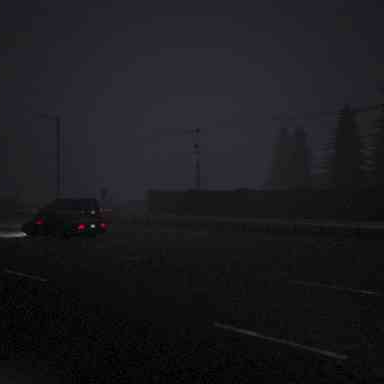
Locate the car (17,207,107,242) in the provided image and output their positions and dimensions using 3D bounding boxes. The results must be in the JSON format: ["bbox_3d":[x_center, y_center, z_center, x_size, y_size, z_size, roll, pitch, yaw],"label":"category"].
[{"bbox_3d":[-6.801,1.721,17.449,5.357,1.411,2.033,-1,0,36],"label":"car"}]

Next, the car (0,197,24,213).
[{"bbox_3d":[-25.889,1.738,44.996,5.566,2.045,2.150,-2,0,-8],"label":"car"}]

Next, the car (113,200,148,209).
[{"bbox_3d":[-9.356,1.962,51.069,5.357,1.411,2.033,0,0,-29],"label":"car"}]

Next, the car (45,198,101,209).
[{"bbox_3d":[-8.563,1.447,23.005,5.566,2.045,2.150,-1,0,36],"label":"car"}]
